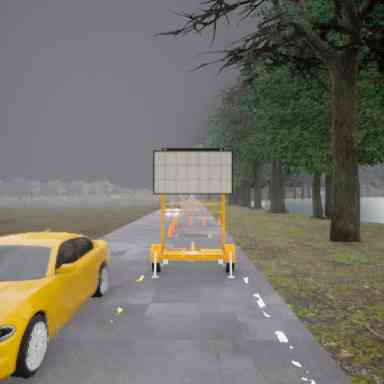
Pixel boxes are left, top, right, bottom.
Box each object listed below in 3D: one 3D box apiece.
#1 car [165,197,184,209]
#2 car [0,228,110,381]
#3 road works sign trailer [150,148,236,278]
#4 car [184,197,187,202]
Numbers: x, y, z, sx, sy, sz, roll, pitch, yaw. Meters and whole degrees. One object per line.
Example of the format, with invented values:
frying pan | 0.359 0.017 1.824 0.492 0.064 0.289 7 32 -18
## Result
car | -2.689 1.657 47.426 2.128 1.511 4.902 0 0 0
car | -2.830 1.481 5.736 1.882 1.535 5.008 0 0 0
road works sign trailer | 0.033 0.475 10.124 2.380 3.560 2.880 0 0 0
car | -2.446 2.032 90.137 2.128 1.511 4.902 0 -1 0
